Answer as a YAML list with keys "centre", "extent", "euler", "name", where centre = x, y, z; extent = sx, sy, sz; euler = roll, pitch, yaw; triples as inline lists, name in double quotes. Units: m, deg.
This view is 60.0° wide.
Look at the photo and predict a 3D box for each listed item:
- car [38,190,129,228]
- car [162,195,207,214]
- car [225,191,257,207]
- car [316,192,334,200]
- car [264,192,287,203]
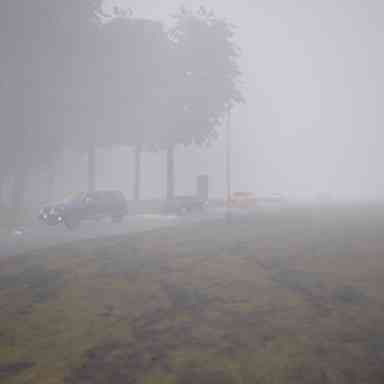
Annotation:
- centre: [-6.326, 0.916, 20.152]
  extent: [2.150, 2.045, 5.566]
  euler: [1, 2, 34]
  name: "car"
- centre: [-0.526, 1.020, 28.358]
  extent: [1.837, 1.490, 4.892]
  euler: [1, 2, 35]
  name: "car"
- centre: [5.438, 0.700, 36.738]
  extent: [2.097, 1.767, 4.553]
  euler: [1, 1, 35]
  name: "car"
- centre: [22.307, 0.665, 55.425]
  extent: [1.895, 1.301, 4.718]
  euler: [1, 1, 35]
  name: "car"
- centre: [11.409, 0.728, 45.073]
  extent: [1.812, 1.442, 4.674]
  euler: [1, 1, 36]
  name: "car"
